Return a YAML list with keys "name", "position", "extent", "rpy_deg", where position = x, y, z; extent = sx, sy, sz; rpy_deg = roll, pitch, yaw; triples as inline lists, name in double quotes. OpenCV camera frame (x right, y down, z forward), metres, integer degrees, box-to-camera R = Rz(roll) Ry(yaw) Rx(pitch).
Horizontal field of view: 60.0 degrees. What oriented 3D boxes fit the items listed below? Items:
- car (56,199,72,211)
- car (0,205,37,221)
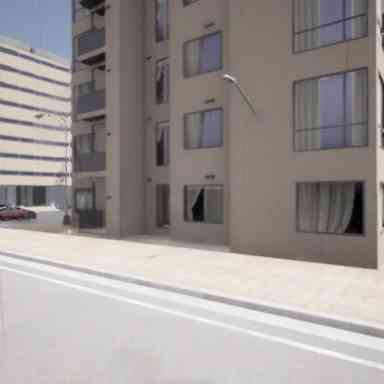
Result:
- name: "car"
  position: [-15.553, 1.674, 43.969]
  extent: [2.128, 1.511, 4.902]
  rpy_deg: [0, 0, 35]
- name: "car"
  position: [-14.662, 1.695, 26.528]
  extent: [1.994, 1.385, 4.181]
  rpy_deg: [-1, 0, 32]
